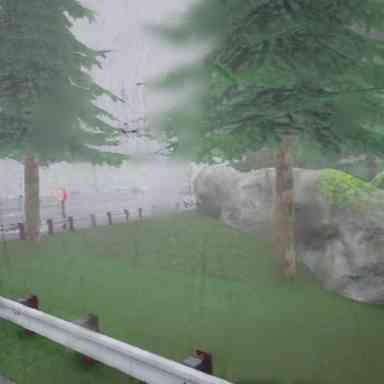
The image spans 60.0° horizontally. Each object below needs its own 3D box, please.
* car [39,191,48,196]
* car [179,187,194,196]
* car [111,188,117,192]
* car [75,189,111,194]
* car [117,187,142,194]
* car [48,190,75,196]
[{"bbox_3d":[-24.499,0.505,55.919,1.882,1.535,5.008,0,3,36],"label":"car"},{"bbox_3d":[0.067,-0.180,54.292,2.033,1.411,5.357,0,2,35],"label":"car"},{"bbox_3d":[-15.604,-0.181,68.516,2.033,1.411,5.357,0,2,35],"label":"car"},{"bbox_3d":[-15.103,0.451,51.061,1.994,1.385,4.181,0,2,36],"label":"car"},{"bbox_3d":[-12.196,-0.294,67.279,1.837,1.490,4.892,0,3,35],"label":"car"},{"bbox_3d":[-20.550,0.460,55.432,2.033,1.411,5.357,0,3,36],"label":"car"}]
